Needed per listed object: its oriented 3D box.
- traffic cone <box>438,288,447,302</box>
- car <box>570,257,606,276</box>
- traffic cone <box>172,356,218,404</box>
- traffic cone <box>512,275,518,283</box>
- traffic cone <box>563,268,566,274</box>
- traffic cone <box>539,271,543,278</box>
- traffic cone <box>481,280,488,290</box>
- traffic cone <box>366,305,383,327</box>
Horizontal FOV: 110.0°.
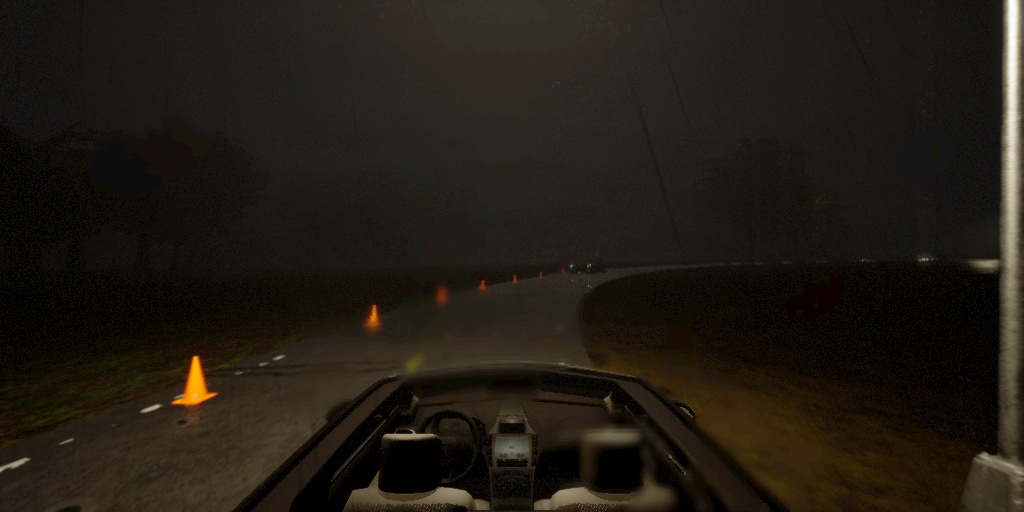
[{"bbox_3d":[-2.968,1.662,15.289,0.340,0.580,0.340,0,0,13],"label":"traffic cone"},{"bbox_3d":[7.278,0.854,33.967,2.097,1.767,4.553,0,1,34],"label":"car"},{"bbox_3d":[-4.384,1.687,4.970,0.340,0.580,0.340,0,0,3],"label":"traffic cone"},{"bbox_3d":[0.213,1.588,25.208,0.340,0.580,0.340,0,0,23],"label":"traffic cone"},{"bbox_3d":[5.060,1.465,34.429,0.340,0.580,0.340,0,0,33],"label":"traffic cone"},{"bbox_3d":[2.436,1.533,29.924,0.340,0.580,0.340,0,0,28],"label":"traffic cone"},{"bbox_3d":[-1.593,1.631,20.317,0.340,0.580,0.340,0,0,18],"label":"traffic cone"},{"bbox_3d":[-3.900,1.680,10.160,0.340,0.580,0.340,0,0,8],"label":"traffic cone"}]
